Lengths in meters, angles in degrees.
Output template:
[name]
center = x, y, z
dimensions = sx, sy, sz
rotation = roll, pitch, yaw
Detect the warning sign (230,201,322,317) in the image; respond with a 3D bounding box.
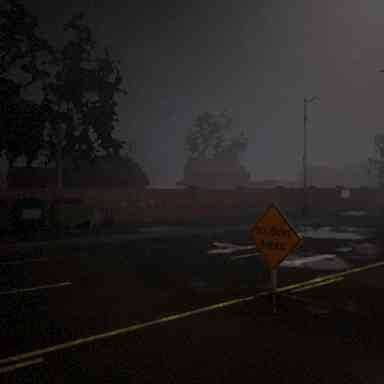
[warning sign]
center = 1.552, 1.114, 6.266
dimensions = 1.060, 1.860, 1.300
rotation = 0, 0, -35
